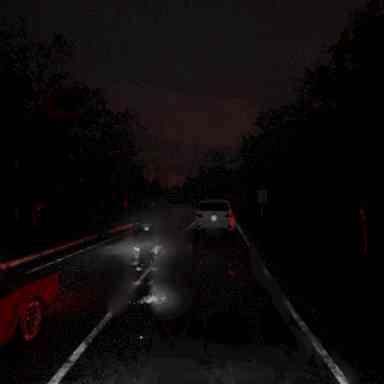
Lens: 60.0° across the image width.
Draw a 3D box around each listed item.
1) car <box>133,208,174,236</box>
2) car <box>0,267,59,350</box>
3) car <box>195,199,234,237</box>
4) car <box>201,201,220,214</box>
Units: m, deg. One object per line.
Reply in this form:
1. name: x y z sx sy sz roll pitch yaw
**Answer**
1. car: -2.238 1.742 20.303 2.128 1.511 4.902 0 -1 5
2. car: -3.434 1.646 3.856 1.895 1.301 4.718 0 -1 2
3. car: 1.360 1.454 19.987 2.150 2.045 5.566 0 -1 5
4. car: 2.369 2.020 43.177 2.128 1.511 4.902 0 -1 -1
